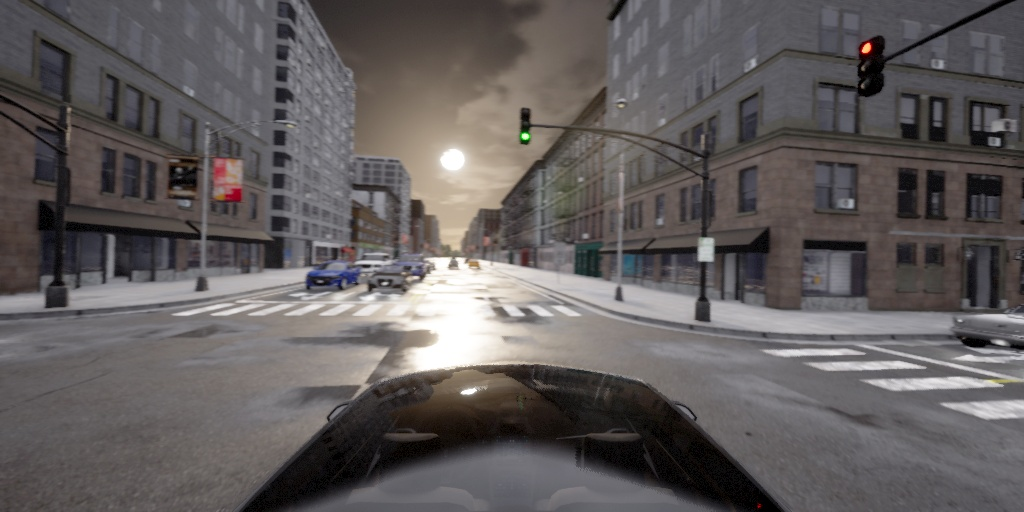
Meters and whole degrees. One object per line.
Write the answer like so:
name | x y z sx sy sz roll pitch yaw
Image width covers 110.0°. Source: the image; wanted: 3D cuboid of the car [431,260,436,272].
car | -9.738 1.119 39.349 1.837 1.490 4.892 2 0 -9

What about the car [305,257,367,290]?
car | -10.092 1.021 20.590 1.882 1.535 5.008 2 0 -9

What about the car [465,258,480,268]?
car | -6.429 1.247 60.267 1.882 1.535 5.008 2 0 -9

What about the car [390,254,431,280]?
car | -8.184 0.847 29.330 2.150 2.045 5.566 2 0 -9

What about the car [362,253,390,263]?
car | -11.637 0.755 30.413 2.150 2.045 5.566 2 0 -9

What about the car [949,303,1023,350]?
car | 13.721 1.803 8.806 4.718 1.301 1.895 2 0 -8

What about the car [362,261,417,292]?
car | -6.719 1.198 20.105 1.994 1.385 4.181 2 0 -9

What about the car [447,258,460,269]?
car | -9.049 1.285 55.687 1.895 1.301 4.718 2 0 -9
